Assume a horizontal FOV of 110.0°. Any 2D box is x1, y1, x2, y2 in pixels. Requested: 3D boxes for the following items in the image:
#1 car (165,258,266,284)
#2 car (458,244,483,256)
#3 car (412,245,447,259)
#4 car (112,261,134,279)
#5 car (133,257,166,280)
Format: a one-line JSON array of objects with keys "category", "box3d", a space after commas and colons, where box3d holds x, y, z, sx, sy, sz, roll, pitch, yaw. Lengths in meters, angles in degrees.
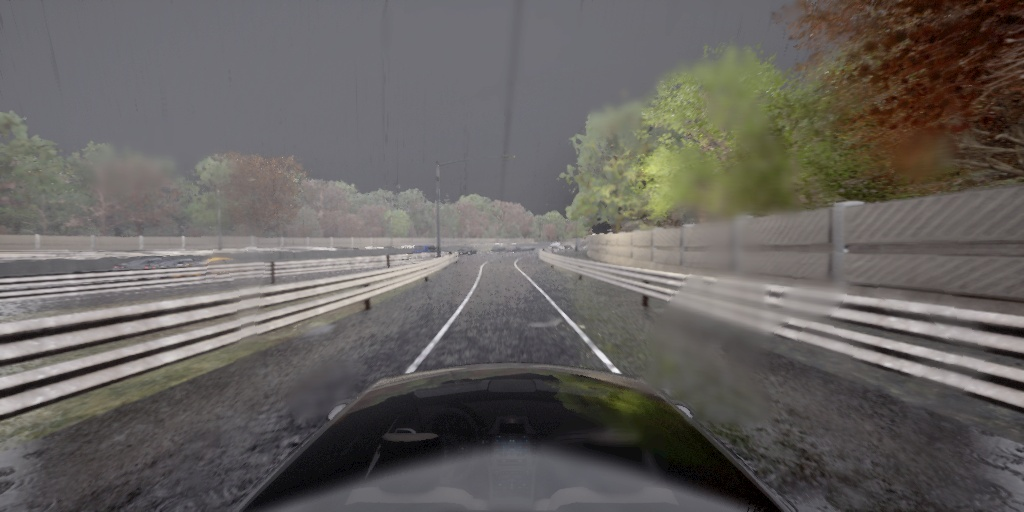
[{"category": "car", "box3d": [-19.094, 0.901, 23.780, 1.882, 1.535, 5.008, 1, 3, 22]}, {"category": "car", "box3d": [-7.354, -0.757, 61.128, 1.837, 1.490, 4.892, 1, 3, 23]}, {"category": "car", "box3d": [-10.231, -0.342, 45.196, 2.150, 2.045, 5.566, 1, 3, 23]}, {"category": "car", "box3d": [-25.653, 0.850, 26.238, 2.128, 1.511, 4.902, 1, 3, 22]}, {"category": "car", "box3d": [-22.368, 0.882, 25.022, 2.128, 1.511, 4.902, 1, 3, 22]}]
